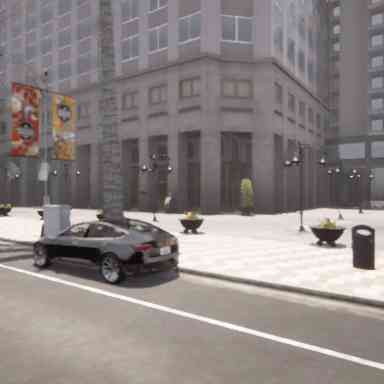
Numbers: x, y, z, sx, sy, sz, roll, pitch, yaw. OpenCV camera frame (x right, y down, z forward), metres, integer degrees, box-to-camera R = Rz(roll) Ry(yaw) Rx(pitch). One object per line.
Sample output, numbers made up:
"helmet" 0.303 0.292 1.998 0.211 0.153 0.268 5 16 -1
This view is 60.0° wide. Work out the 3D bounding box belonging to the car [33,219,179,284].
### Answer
"car" -2.589 1.500 9.603 4.786 1.482 2.161 0 0 35
